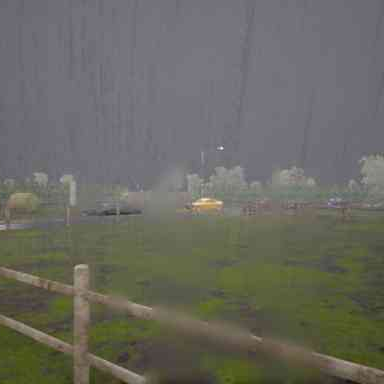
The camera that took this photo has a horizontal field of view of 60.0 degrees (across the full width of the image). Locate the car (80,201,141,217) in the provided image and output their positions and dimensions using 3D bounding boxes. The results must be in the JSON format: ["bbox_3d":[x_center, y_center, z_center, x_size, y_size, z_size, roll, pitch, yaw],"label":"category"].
[{"bbox_3d":[-7.248,1.551,30.195,5.357,1.411,2.033,0,0,-43],"label":"car"}]

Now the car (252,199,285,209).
[{"bbox_3d":[10.202,1.628,45.302,4.718,1.301,1.895,0,0,-38],"label":"car"}]

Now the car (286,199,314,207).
[{"bbox_3d":[14.518,1.649,45.059,4.718,1.301,1.895,0,0,-37],"label":"car"}]

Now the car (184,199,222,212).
[{"bbox_3d":[1.342,1.494,37.951,5.008,1.535,1.882,0,1,-41],"label":"car"}]

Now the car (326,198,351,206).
[{"bbox_3d":[22.436,1.586,51.081,4.674,1.442,1.812,0,0,-36],"label":"car"}]
